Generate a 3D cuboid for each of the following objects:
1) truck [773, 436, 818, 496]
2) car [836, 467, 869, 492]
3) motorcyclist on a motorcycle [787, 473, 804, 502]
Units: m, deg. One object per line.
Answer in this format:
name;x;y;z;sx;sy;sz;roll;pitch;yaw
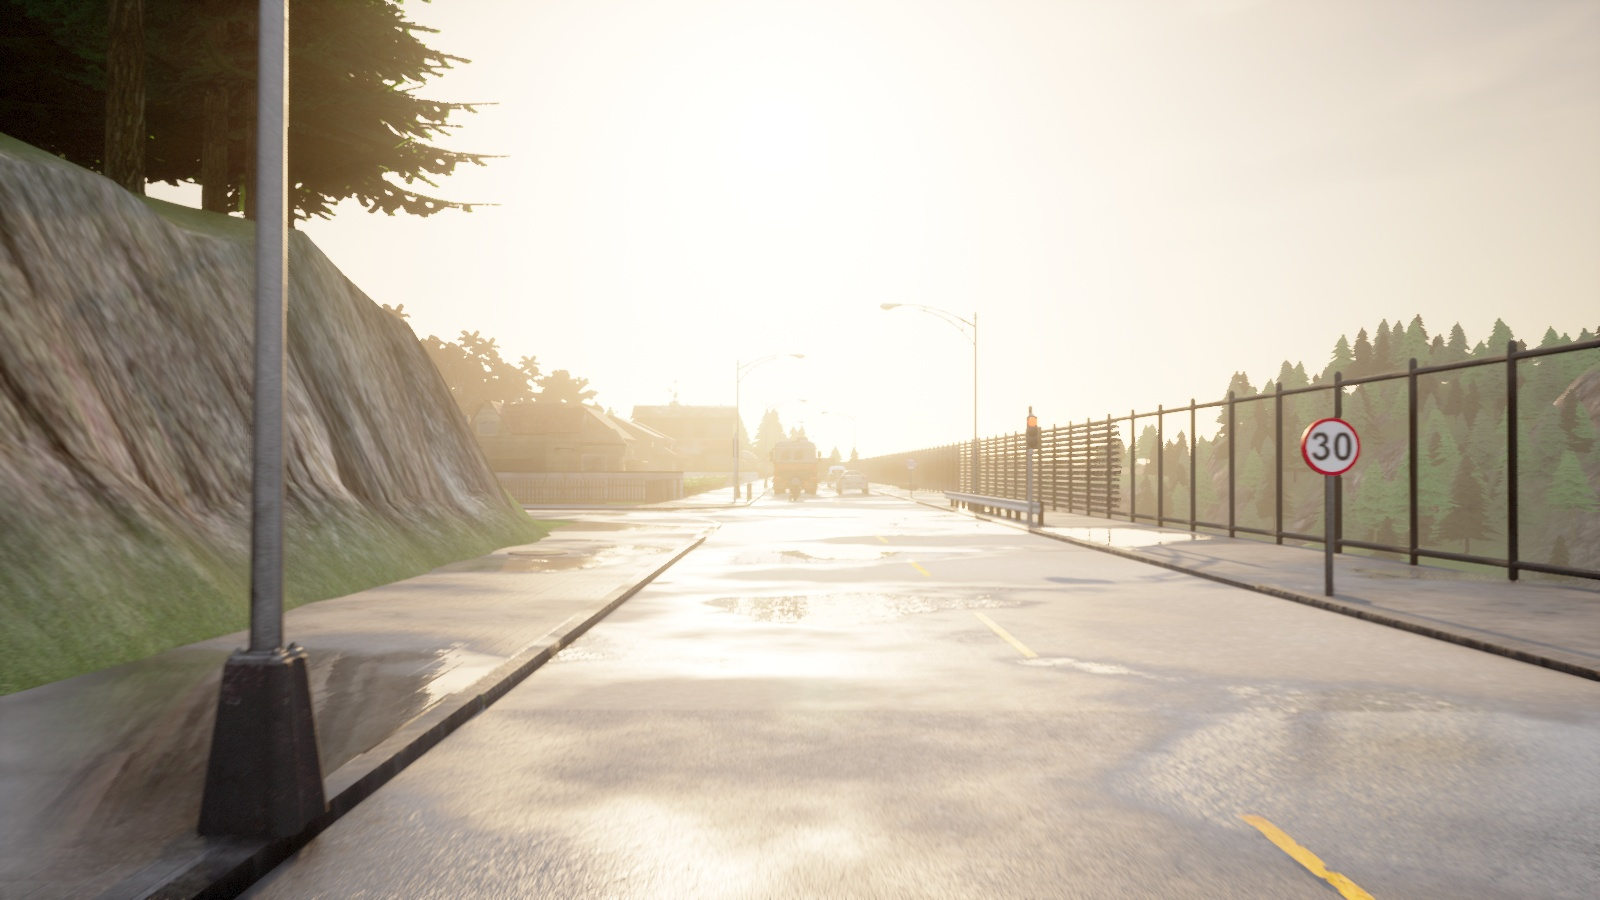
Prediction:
truck;-0.316;1.069;84.510;2.891;3.827;8.468;0;-1;0
car;3.672;2.064;88.570;2.152;1.651;5.027;0;-1;0
motorcyclist on a motorcycle;-0.246;1.969;66.653;0.866;1.530;2.191;0;-1;0
